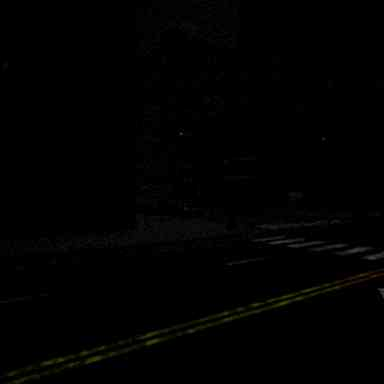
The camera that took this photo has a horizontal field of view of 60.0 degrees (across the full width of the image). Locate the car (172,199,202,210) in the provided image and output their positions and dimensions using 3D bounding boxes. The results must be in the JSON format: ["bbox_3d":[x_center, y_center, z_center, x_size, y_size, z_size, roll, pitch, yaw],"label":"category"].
[{"bbox_3d":[-0.731,1.624,43.822,1.802,1.307,4.206,0,0,-35],"label":"car"}]

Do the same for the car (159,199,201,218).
[{"bbox_3d":[-0.902,1.443,30.190,1.967,1.590,4.097,0,0,-35],"label":"car"}]

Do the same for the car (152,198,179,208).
[{"bbox_3d":[-3.918,1.608,48.318,1.947,1.339,4.313,0,0,-35],"label":"car"}]

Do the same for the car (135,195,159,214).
[{"bbox_3d":[-4.089,1.441,34.686,1.967,1.590,4.097,0,0,-35],"label":"car"}]

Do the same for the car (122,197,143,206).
[{"bbox_3d":[-10.292,1.597,57.309,2.008,1.369,4.403,0,0,-35],"label":"car"}]

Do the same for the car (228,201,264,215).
[{"bbox_3d":[5.645,1.610,34.830,1.947,1.339,4.313,0,0,-35],"label":"car"}]

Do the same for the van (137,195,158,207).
[{"bbox_3d":[-7.103,1.385,52.814,1.690,1.788,3.998,0,0,-35],"label":"van"}]
